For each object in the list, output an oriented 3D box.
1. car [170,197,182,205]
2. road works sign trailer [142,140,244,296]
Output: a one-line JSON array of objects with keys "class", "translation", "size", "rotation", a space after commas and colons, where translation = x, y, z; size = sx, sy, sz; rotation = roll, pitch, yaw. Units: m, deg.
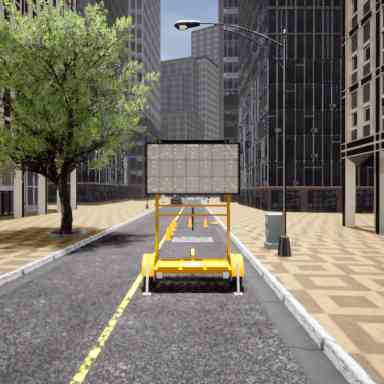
[{"class": "car", "translation": [-2.630, 1.532, 55.274], "size": [1.882, 1.535, 5.008], "rotation": [0, 0, 0]}, {"class": "road works sign trailer", "translation": [0.018, 0.464, 8.636], "size": [2.380, 3.560, 2.880], "rotation": [0, 0, 0]}]
